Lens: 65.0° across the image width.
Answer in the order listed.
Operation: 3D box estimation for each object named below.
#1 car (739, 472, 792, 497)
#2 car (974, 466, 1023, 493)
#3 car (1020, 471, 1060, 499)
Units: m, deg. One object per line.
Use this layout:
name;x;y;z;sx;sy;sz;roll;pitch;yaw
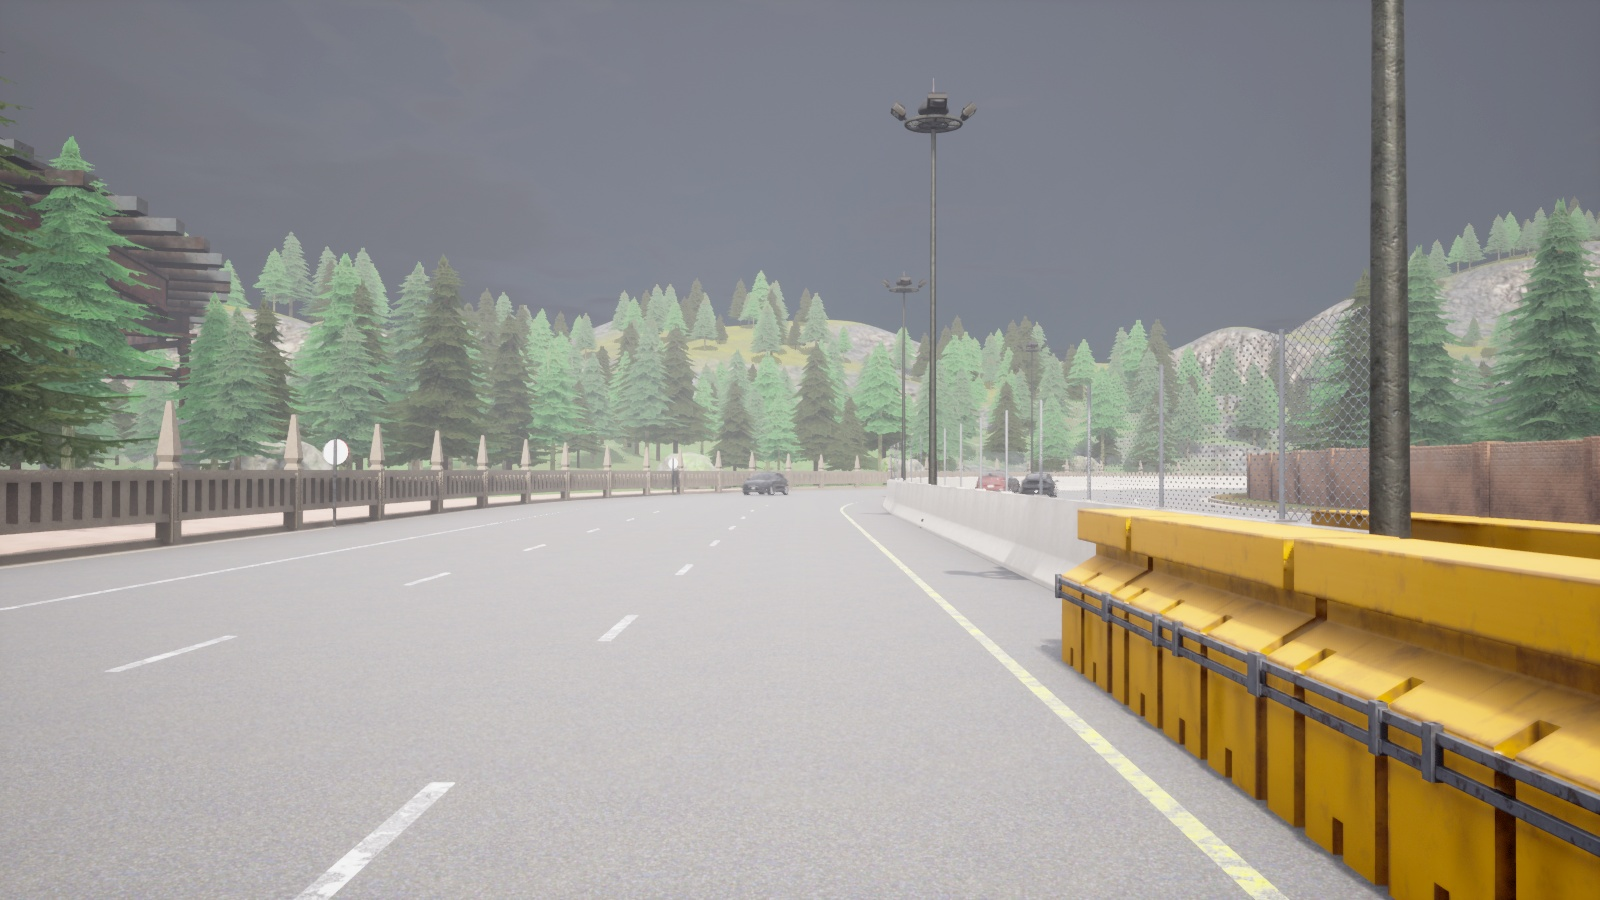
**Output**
car;-2.164;2.161;79.589;1.837;1.490;4.892;-1;-1;18
car;12.681;1.880;79.867;2.152;1.651;5.027;-1;-1;20
car;13.665;1.961;71.412;1.837;1.490;4.892;-1;-1;15
